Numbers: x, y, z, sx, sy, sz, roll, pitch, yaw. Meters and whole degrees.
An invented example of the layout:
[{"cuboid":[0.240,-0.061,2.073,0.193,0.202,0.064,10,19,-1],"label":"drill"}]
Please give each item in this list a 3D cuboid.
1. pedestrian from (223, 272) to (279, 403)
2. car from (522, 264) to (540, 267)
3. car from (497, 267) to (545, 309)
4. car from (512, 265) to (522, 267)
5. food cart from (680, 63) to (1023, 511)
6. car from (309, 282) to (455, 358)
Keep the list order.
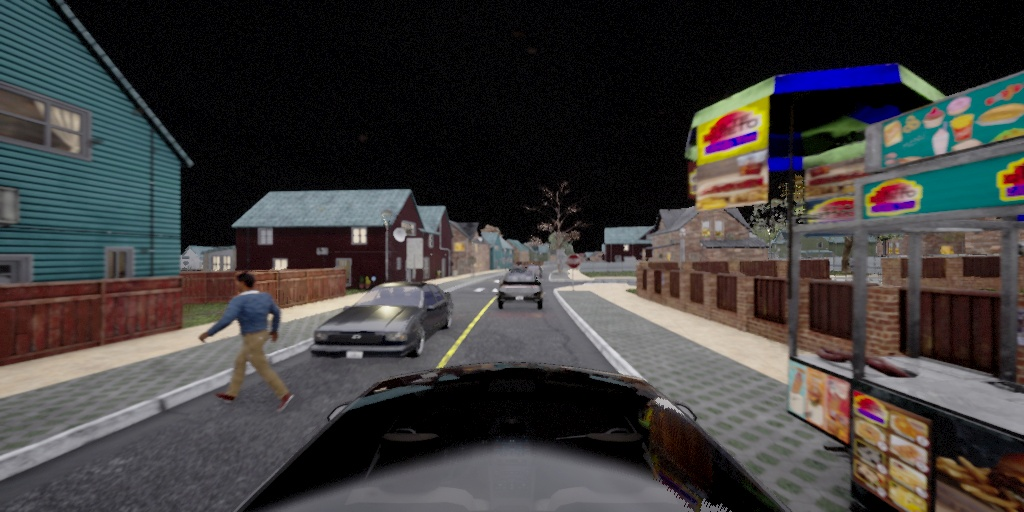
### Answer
[{"cuboid":[-3.444,1.076,4.744,0.375,1.860,0.375,-1,0,2],"label":"pedestrian"},{"cuboid":[2.671,1.762,42.413,2.033,1.411,5.357,0,-1,7],"label":"car"},{"cuboid":[0.421,1.403,15.885,2.128,1.511,4.902,0,-1,3],"label":"car"},{"cuboid":[0.623,1.888,49.358,1.895,1.301,4.718,0,-1,8],"label":"car"},{"cuboid":[3.004,0.222,2.138,2.280,3.560,4.660,0,0,0],"label":"food cart"},{"cuboid":[-2.709,1.378,8.975,2.033,1.411,5.357,0,-1,1],"label":"car"}]
